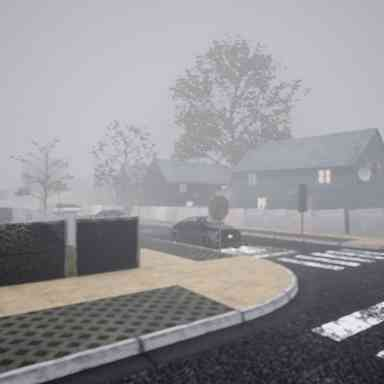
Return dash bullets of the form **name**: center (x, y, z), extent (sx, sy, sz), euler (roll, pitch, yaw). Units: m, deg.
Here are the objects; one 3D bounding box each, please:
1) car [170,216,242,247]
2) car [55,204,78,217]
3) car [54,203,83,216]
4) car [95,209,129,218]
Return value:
- **car**: center (0.634, 1.947, 17.141), extent (1.994, 1.385, 4.181), euler (1, -2, -36)
- **car**: center (-18.890, 2.719, 49.867), extent (2.097, 1.767, 4.553), euler (1, -2, -35)
- **car**: center (-14.324, 2.244, 38.352), extent (2.150, 2.045, 5.566), euler (1, -2, -35)
- **car**: center (-6.485, 2.189, 27.226), extent (1.837, 1.490, 4.892), euler (1, -2, -35)
